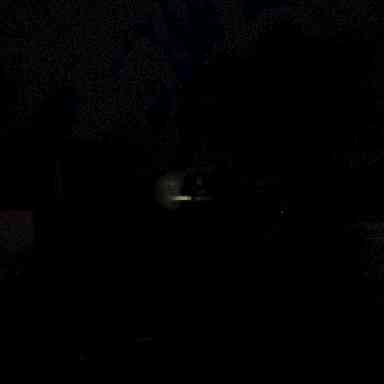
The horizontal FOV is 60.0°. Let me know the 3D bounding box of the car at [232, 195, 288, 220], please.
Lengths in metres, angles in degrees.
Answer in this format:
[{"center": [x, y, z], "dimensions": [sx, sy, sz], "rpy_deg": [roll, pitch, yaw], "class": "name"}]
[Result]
[{"center": [5.606, 1.277, 28.698], "dimensions": [2.150, 2.045, 5.566], "rpy_deg": [-1, 0, -33], "class": "car"}]
